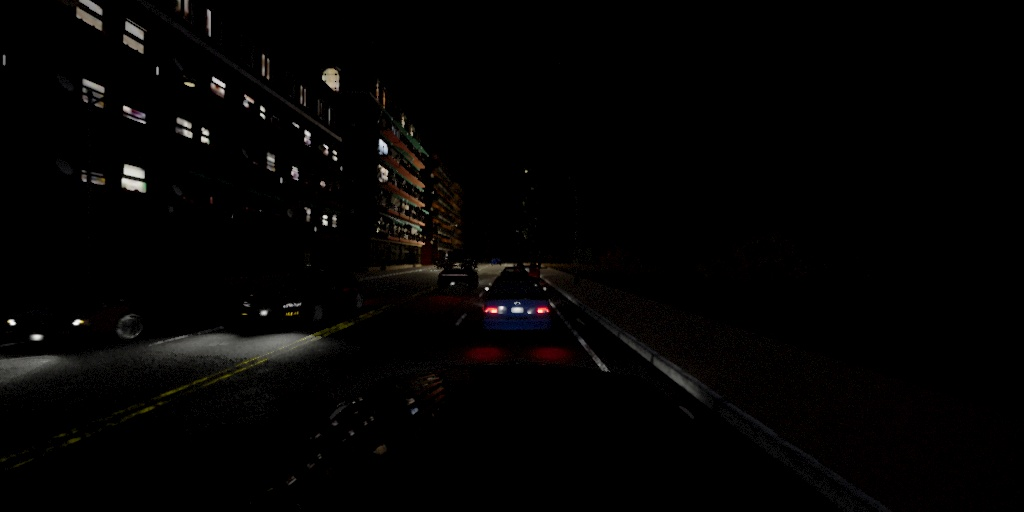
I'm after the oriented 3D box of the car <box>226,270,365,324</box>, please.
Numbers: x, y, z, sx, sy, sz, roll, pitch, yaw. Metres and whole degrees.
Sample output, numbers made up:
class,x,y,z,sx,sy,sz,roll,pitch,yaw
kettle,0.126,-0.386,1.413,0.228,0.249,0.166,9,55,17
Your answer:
class,x,y,z,sx,sy,sz,roll,pitch,yaw
car,-6.583,1.253,11.950,1.837,1.490,4.892,0,0,0

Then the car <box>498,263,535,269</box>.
class,x,y,z,sx,sy,sz,roll,pitch,yaw
car,0.128,1.311,21.120,1.994,1.385,4.181,0,0,1

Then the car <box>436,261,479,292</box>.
class,x,y,z,sx,sy,sz,roll,pitch,yaw
car,-3.116,1.238,21.365,2.128,1.511,4.902,0,0,0

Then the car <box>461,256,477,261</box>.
class,x,y,z,sx,sy,sz,roll,pitch,yaw
car,-6.502,0.956,54.724,2.150,2.045,5.566,0,0,0

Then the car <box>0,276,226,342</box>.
class,x,y,z,sx,sy,sz,roll,pitch,yaw
car,-9.834,1.296,10.076,2.033,1.411,5.357,0,0,0

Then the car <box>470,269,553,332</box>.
class,x,y,z,sx,sy,sz,roll,pitch,yaw
car,0.119,1.296,10.787,2.033,1.411,5.357,0,0,0

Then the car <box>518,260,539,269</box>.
class,x,y,z,sx,sy,sz,roll,pitch,yaw
car,1.187,1.096,30.054,2.097,1.767,4.553,0,0,0
